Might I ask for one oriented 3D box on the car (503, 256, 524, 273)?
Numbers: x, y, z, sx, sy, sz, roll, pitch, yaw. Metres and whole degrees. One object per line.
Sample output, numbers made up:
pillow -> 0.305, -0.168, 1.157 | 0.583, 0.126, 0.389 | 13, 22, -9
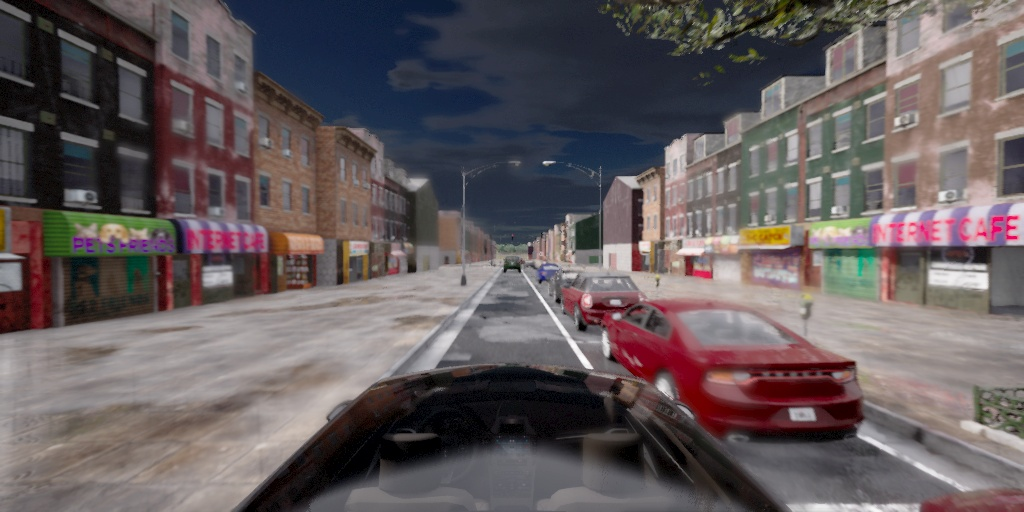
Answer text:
car -> 0.043, 0.988, 44.048 | 2.150, 2.045, 5.566 | 0, 0, 0

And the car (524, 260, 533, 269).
car -> 2.638, 1.328, 55.380 | 2.007, 1.370, 4.403 | 0, 0, 0

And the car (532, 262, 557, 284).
car -> 2.750, 1.279, 26.569 | 1.812, 1.442, 4.674 | 0, 0, 0

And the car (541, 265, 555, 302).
car -> 2.637, 1.299, 16.560 | 2.007, 1.370, 4.403 | 0, 0, 0

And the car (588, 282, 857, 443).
car -> 2.636, 1.294, 5.470 | 1.888, 1.381, 4.507 | 0, 0, 0

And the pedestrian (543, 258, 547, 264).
pedestrian -> 2.750, 1.049, 29.389 | 0.375, 1.860, 0.375 | -1, 1, -10

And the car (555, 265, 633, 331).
car -> 2.636, 1.188, 11.015 | 1.967, 1.591, 4.097 | 0, 0, 0
